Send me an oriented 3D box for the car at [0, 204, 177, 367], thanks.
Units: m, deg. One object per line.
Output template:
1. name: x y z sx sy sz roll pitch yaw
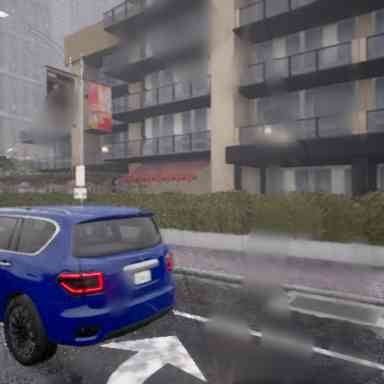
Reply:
1. car: -2.845 1.241 6.057 5.566 2.045 2.150 0 0 36
